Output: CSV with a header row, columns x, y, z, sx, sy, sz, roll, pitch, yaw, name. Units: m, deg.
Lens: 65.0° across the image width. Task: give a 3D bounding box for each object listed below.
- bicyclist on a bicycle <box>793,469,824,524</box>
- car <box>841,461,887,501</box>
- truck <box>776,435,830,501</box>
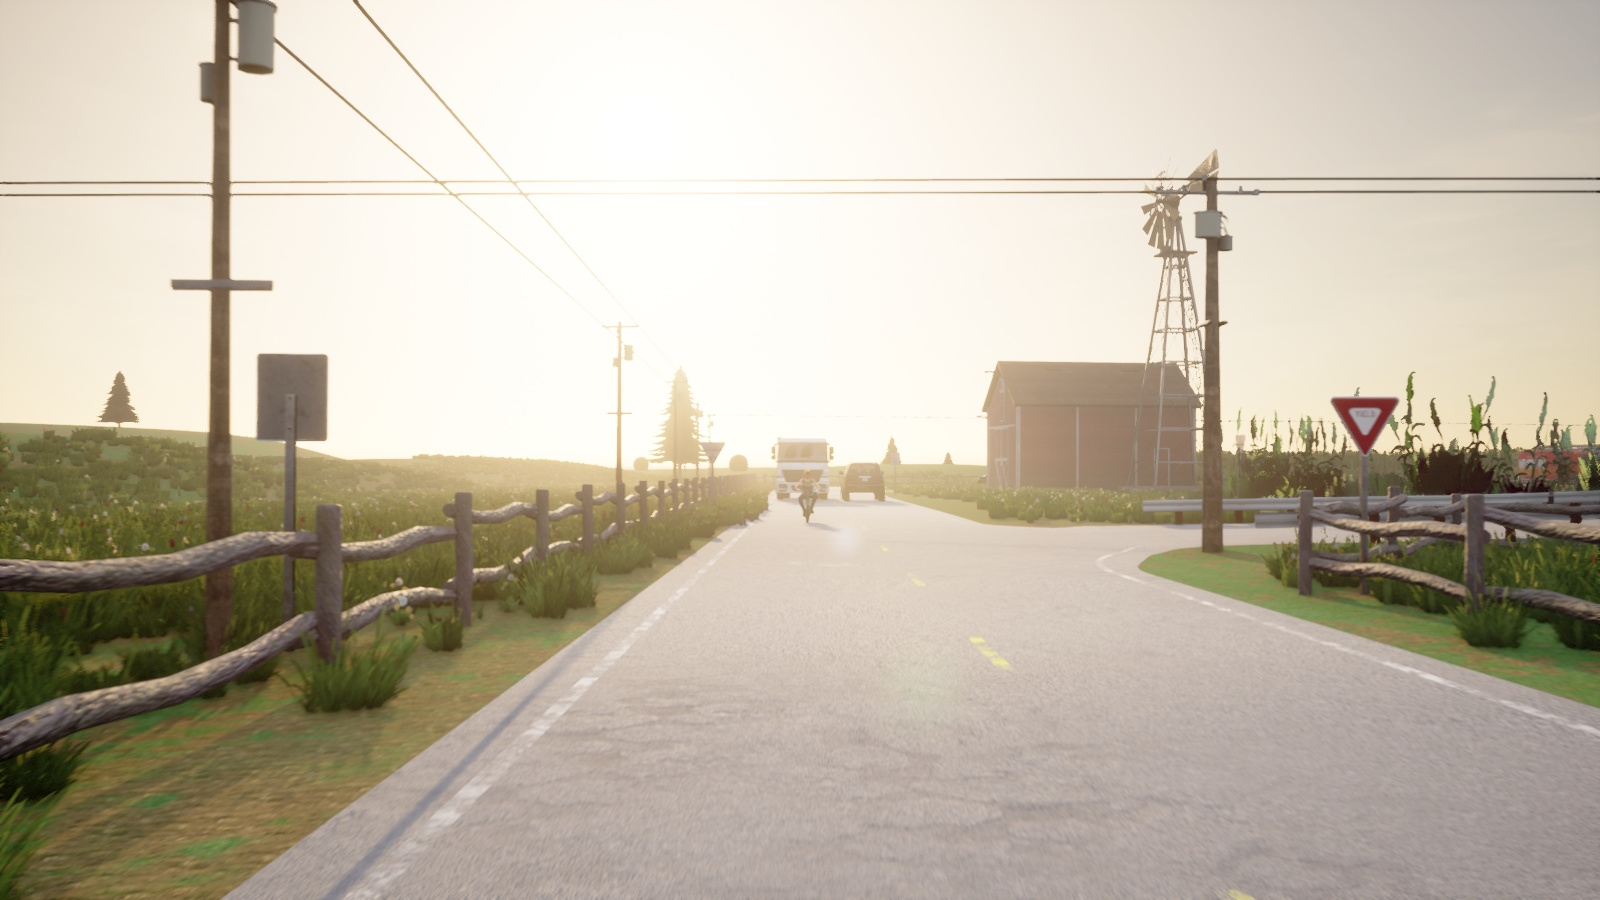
x,y,z,sx,sy,sz,roll,pitch,yaw,name
0.242,1.383,37.776,0.866,1.612,1.509,0,-1,-1,bicyclist on a bicycle
3.355,1.647,67.310,2.150,2.045,5.566,0,-1,0,car
0.137,1.010,70.367,2.891,3.462,7.936,0,-1,0,truck
